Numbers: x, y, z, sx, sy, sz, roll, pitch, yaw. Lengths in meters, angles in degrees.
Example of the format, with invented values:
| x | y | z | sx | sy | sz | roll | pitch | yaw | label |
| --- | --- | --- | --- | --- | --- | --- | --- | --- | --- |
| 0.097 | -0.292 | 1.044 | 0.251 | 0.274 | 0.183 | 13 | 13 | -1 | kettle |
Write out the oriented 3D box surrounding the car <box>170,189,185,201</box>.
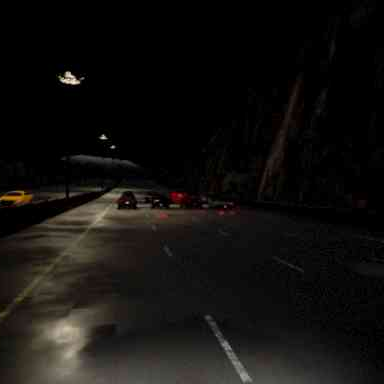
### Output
| x | y | z | sx | sy | sz | roll | pitch | yaw | label |
| --- | --- | --- | --- | --- | --- | --- | --- | --- | --- |
| -2.134 | 0.541 | 47.852 | 2.150 | 2.045 | 5.566 | 1 | 1 | -10 | car |

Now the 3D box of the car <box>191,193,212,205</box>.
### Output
| x | y | z | sx | sy | sz | roll | pitch | yaw | label |
| --- | --- | --- | --- | --- | --- | --- | --- | --- | --- |
| 1.307 | 0.954 | 48.437 | 2.033 | 1.411 | 5.357 | 1 | 1 | -10 | car |

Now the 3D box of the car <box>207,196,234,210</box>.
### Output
| x | y | z | sx | sy | sz | roll | pitch | yaw | label |
| --- | --- | --- | --- | --- | --- | --- | --- | --- | --- |
| 3.216 | 1.265 | 38.083 | 1.895 | 1.301 | 4.718 | 1 | 1 | -11 | car |

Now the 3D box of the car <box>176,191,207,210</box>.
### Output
| x | y | z | sx | sy | sz | roll | pitch | yaw | label |
| --- | --- | --- | --- | --- | --- | --- | --- | --- | --- |
| -0.140 | 1.065 | 37.006 | 1.882 | 1.535 | 5.008 | 1 | 1 | -11 | car |

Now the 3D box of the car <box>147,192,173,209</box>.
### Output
| x | y | z | sx | sy | sz | roll | pitch | yaw | label |
| --- | --- | --- | --- | --- | --- | --- | --- | --- | --- |
| -3.590 | 1.005 | 36.417 | 1.837 | 1.490 | 4.892 | 1 | 1 | -10 | car |

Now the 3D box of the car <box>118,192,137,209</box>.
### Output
| x | y | z | sx | sy | sz | roll | pitch | yaw | label |
| --- | --- | --- | --- | --- | --- | --- | --- | --- | --- |
| -6.837 | 0.992 | 35.276 | 1.994 | 1.385 | 4.181 | 1 | 1 | -11 | car |

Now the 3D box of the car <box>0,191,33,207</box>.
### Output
| x | y | z | sx | sy | sz | roll | pitch | yaw | label |
| --- | --- | --- | --- | --- | --- | --- | --- | --- | --- |
| -17.188 | 0.655 | 32.724 | 1.882 | 1.535 | 5.008 | 1 | 1 | -10 | car |

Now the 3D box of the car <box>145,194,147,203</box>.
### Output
| x | y | z | sx | sy | sz | roll | pitch | yaw | label |
| --- | --- | --- | --- | --- | --- | --- | --- | --- | --- |
| -5.709 | 0.719 | 47.939 | 1.837 | 1.490 | 4.892 | 1 | 2 | -10 | car |
